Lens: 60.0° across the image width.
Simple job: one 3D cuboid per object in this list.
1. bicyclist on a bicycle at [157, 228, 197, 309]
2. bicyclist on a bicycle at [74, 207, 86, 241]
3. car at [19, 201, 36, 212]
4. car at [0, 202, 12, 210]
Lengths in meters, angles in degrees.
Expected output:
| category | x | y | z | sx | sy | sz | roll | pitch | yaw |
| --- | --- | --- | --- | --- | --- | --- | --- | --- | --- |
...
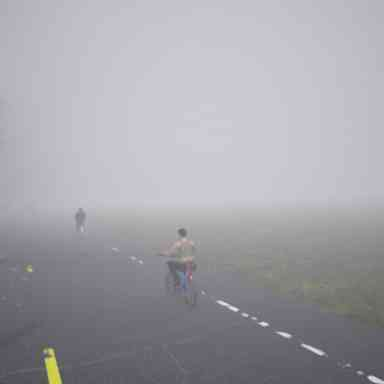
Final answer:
| category | x | y | z | sx | sy | sz | roll | pitch | yaw |
| --- | --- | --- | --- | --- | --- | --- | --- | --- | --- |
| bicyclist on a bicycle | -0.262 | 1.578 | 7.195 | 0.866 | 1.612 | 1.509 | 1 | -1 | -28 |
| bicyclist on a bicycle | -6.071 | 1.693 | 17.970 | 0.659 | 1.776 | 1.843 | 1 | -1 | -28 |
| car | -25.729 | 2.408 | 52.648 | 2.033 | 1.411 | 5.357 | 1 | -1 | -28 |
| car | -34.648 | 2.501 | 61.618 | 1.812 | 1.442 | 4.674 | 1 | -1 | -28 |
